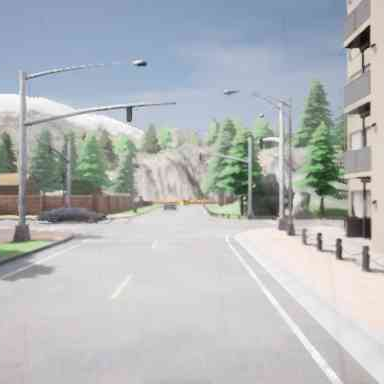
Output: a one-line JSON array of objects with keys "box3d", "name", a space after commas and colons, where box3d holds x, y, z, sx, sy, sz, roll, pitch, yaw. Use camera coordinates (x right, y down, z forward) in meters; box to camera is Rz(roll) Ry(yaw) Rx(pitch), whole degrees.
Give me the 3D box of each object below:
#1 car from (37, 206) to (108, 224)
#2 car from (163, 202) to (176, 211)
[{"box3d": [-9.783, 1.892, 27.402, 5.357, 1.411, 2.033, 0, -1, 0], "name": "car"}, {"box3d": [-3.546, 2.298, 53.531, 1.895, 1.301, 4.718, 0, -1, 0], "name": "car"}]
